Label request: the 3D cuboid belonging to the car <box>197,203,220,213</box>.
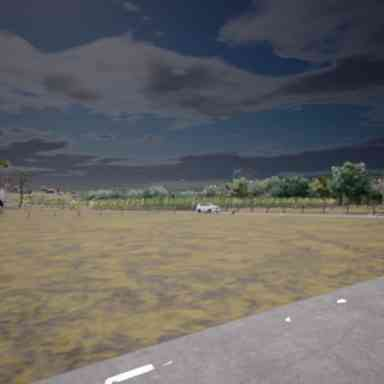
[{"bbox_3d":[3.217,3.140,65.552,2.150,2.045,5.566,1,-3,-35],"label":"car"}]
